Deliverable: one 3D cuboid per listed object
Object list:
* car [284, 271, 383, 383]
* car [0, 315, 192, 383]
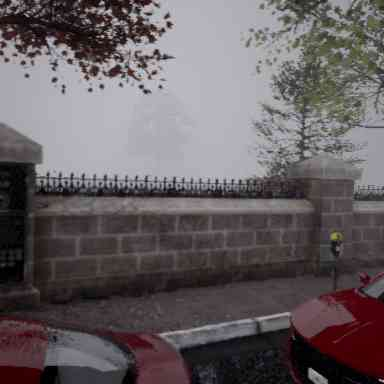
[{"bbox_3d":[3.204,1.508,3.961,4.507,1.381,1.887,1,2,-25],"label":"car"},{"bbox_3d":[-1.918,1.428,1.623,4.206,1.307,1.802,1,2,-25],"label":"car"}]
